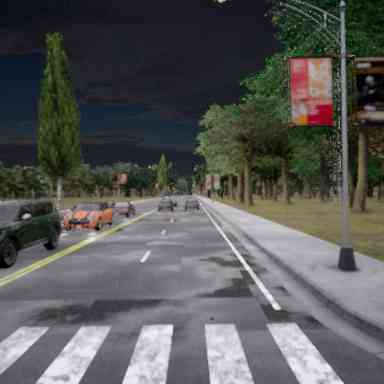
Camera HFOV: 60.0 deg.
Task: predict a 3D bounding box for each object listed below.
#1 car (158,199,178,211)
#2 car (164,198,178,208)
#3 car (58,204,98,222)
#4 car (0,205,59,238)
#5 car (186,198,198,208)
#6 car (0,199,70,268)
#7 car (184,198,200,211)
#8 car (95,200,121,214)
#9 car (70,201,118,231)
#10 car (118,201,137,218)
[{"bbox_3d":[-3.237,1.586,41.924,2.128,1.511,4.902,-1,0,0],"label":"car"},{"bbox_3d":[-3.229,1.725,52.370,1.895,1.301,4.718,-1,0,0],"label":"car"},{"bbox_3d":[-9.813,1.758,29.038,1.895,1.301,4.718,-1,0,0],"label":"car"},{"bbox_3d":[-9.822,1.647,19.734,1.837,1.490,4.892,-1,0,0],"label":"car"},{"bbox_3d":[0.021,1.680,52.369,1.895,1.301,4.718,-1,0,0],"label":"car"},{"bbox_3d":[-6.580,1.307,11.881,2.150,2.045,5.566,-1,0,0],"label":"car"},{"bbox_3d":[0.013,1.541,41.922,2.128,1.511,4.902,-1,0,0],"label":"car"},{"bbox_3d":[-9.801,1.743,39.094,1.994,1.385,4.181,-1,0,1],"label":"car"},{"bbox_3d":[-6.567,1.451,21.555,2.097,1.767,4.553,-1,0,0],"label":"car"},{"bbox_3d":[-6.545,1.643,31.584,1.812,1.442,4.674,-1,0,1],"label":"car"}]
